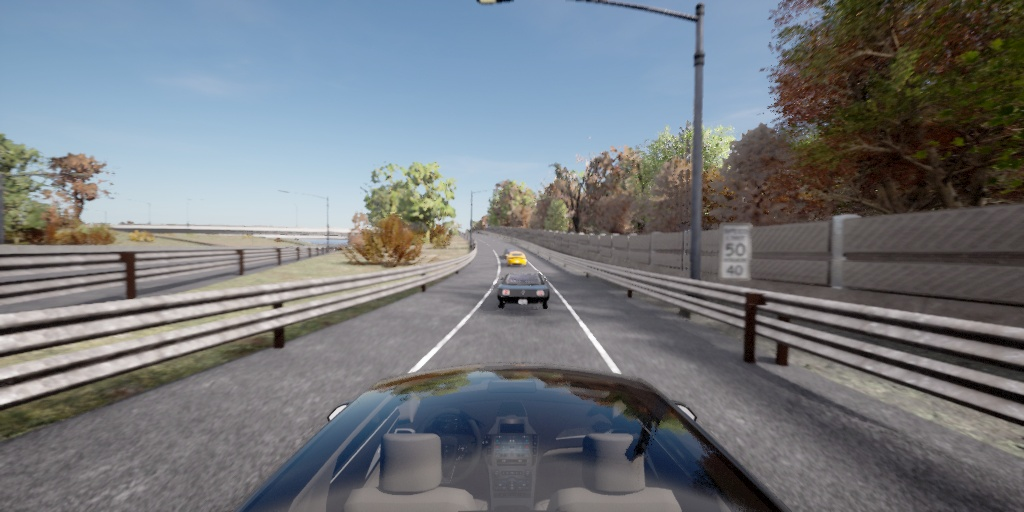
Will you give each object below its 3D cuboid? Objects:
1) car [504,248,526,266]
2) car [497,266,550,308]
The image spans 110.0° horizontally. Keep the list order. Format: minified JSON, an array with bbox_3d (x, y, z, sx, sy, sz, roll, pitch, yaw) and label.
[{"bbox_3d":[0.411,0.255,38.450,1.882,1.535,5.008,1,3,-3],"label":"car"},{"bbox_3d":[0.470,1.287,14.840,1.895,1.301,4.718,1,1,2],"label":"car"}]
